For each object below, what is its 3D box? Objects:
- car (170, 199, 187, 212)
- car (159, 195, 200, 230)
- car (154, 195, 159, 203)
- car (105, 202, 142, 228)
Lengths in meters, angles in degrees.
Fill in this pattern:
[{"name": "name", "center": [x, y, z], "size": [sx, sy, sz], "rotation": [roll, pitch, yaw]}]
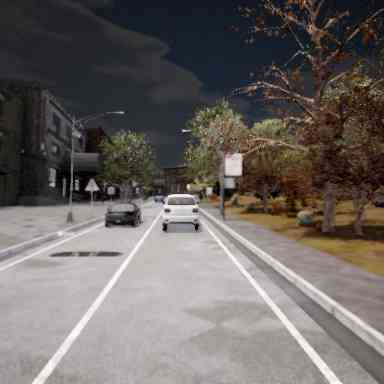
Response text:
[{"name": "car", "center": [-1.571, 1.556, 39.579], "size": [1.895, 1.301, 4.718], "rotation": [0, 0, -3]}, {"name": "car", "center": [-0.718, 1.201, 21.114], "size": [2.150, 2.045, 5.566], "rotation": [0, 0, -3]}, {"name": "car", "center": [-6.348, 1.393, 64.636], "size": [1.882, 1.535, 5.008], "rotation": [0, 0, -2]}, {"name": "car", "center": [-4.467, 1.453, 22.149], "size": [1.882, 1.535, 5.008], "rotation": [0, 0, -3]}]
